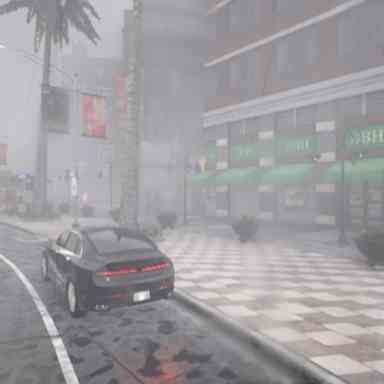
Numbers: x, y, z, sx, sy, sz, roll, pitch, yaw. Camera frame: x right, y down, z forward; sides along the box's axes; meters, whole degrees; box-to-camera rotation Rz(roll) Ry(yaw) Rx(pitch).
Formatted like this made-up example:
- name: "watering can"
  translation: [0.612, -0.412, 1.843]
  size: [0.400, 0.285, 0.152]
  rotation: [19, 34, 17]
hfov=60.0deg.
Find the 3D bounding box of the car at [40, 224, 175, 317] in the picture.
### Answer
- name: "car"
  translation: [-2.166, 1.500, 7.632]
  size: [1.837, 1.490, 4.892]
  rotation: [0, 0, -33]
